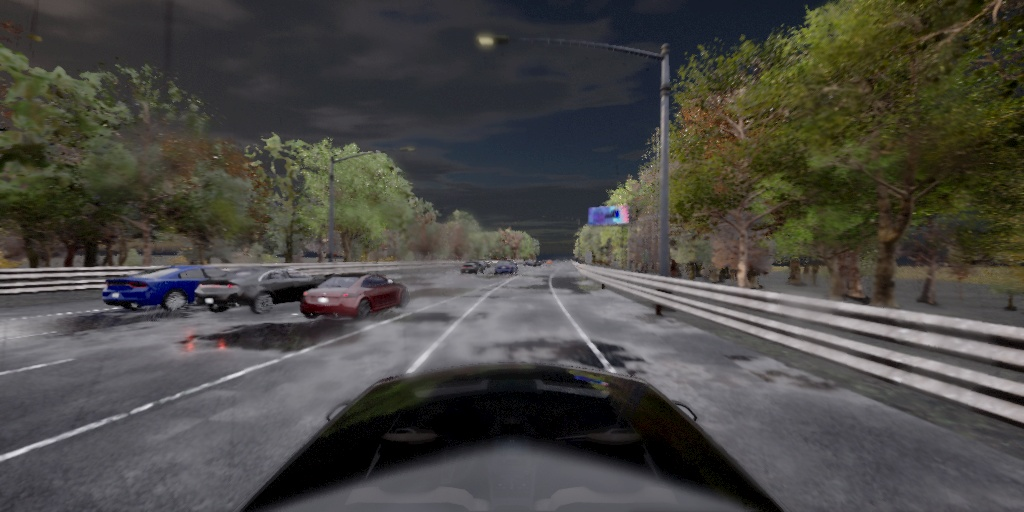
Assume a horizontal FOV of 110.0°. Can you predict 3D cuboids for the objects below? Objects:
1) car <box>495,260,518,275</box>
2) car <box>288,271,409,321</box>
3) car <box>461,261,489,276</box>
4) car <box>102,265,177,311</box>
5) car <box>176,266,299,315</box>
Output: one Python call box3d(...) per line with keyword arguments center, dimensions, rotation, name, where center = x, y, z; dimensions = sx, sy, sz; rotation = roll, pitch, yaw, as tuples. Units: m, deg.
box3d(center=(-0.592, 1.278, 41.831), dimensions=(2.097, 1.767, 4.553), rotation=(1, 0, 9), name="car")
box3d(center=(-5.247, 1.280, 12.539), dimensions=(1.994, 1.385, 4.181), rotation=(1, 0, 9), name="car")
box3d(center=(-4.342, 1.387, 40.497), dimensions=(1.837, 1.490, 4.892), rotation=(1, 0, 9), name="car")
box3d(center=(-12.152, 1.113, 13.783), dimensions=(1.882, 1.535, 5.008), rotation=(1, 0, 9), name="car")
box3d(center=(-8.707, 1.156, 13.163), dimensions=(2.128, 1.511, 4.902), rotation=(1, 0, 9), name="car")
